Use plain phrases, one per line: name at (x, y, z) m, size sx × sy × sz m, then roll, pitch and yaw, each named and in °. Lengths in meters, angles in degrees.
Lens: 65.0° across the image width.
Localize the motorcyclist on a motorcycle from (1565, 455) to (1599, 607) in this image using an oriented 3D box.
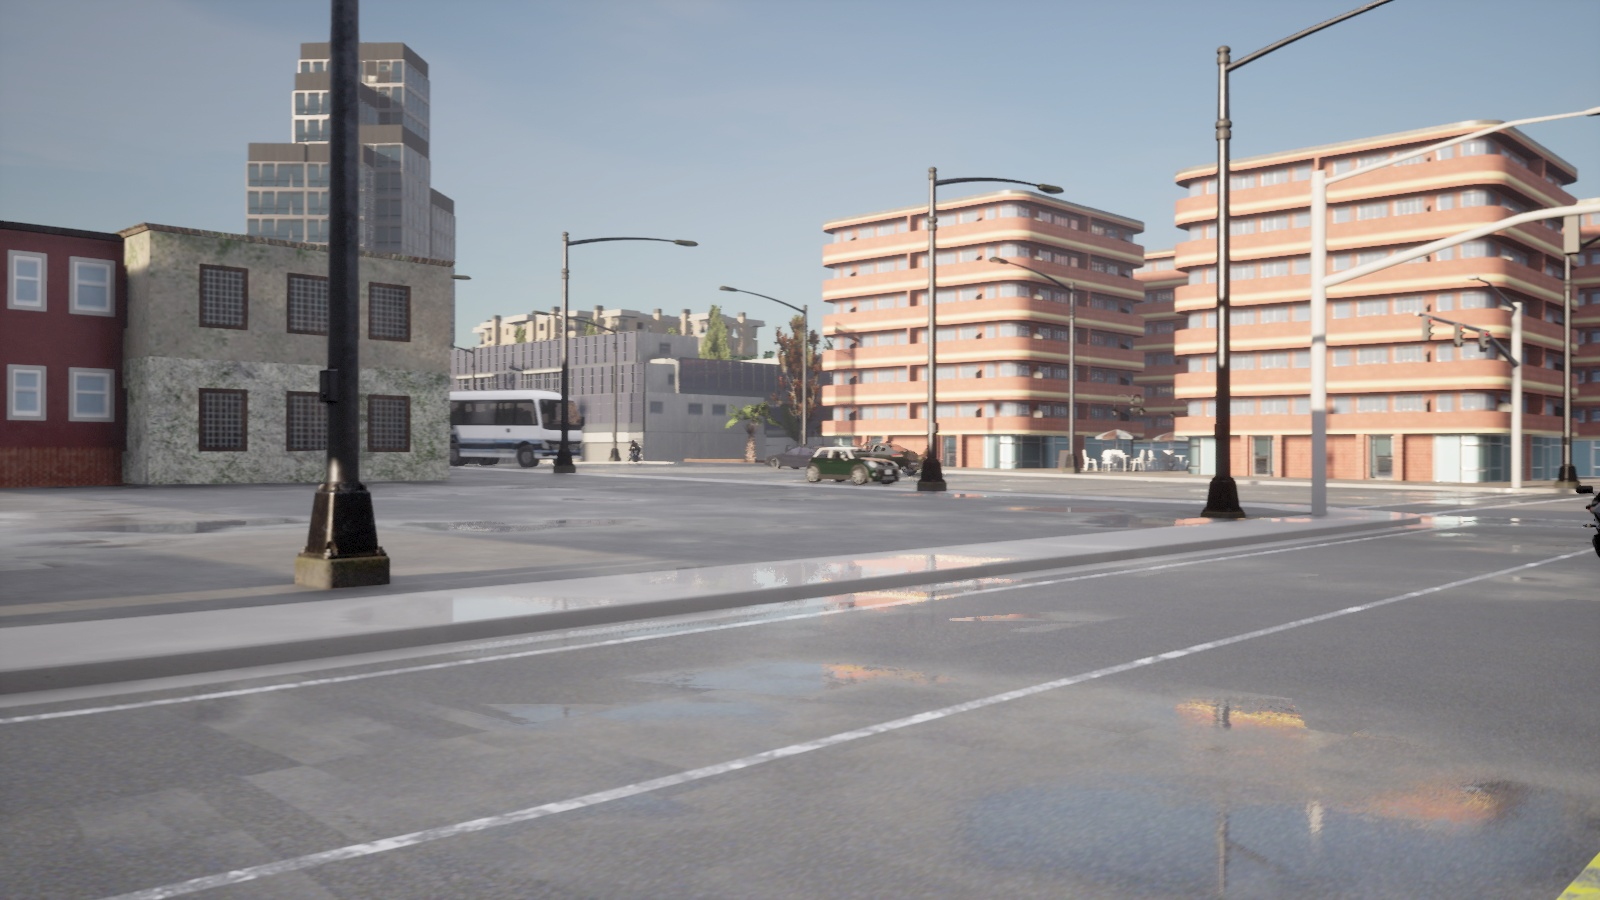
motorcyclist on a motorcycle at (8.887, 0.821, 13.360) m, size 0.866 × 1.530 × 2.191 m, roll 0°, pitch 0°, yaw 43°

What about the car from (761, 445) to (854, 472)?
car at (0.403, 0.467, 71.806) m, size 5.357 × 1.411 × 2.033 m, roll 1°, pitch 1°, yaw 44°

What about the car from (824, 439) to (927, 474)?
car at (3.790, 0.305, 63.678) m, size 5.027 × 1.651 × 2.152 m, roll 1°, pitch 1°, yaw 44°

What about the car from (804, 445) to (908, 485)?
car at (2.244, 0.582, 50.585) m, size 3.806 × 1.475 × 1.970 m, roll 1°, pitch 1°, yaw 44°

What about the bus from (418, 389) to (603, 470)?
bus at (-16.225, -1.115, 70.031) m, size 10.273 × 4.253 × 3.944 m, roll 1°, pitch 0°, yaw 32°
